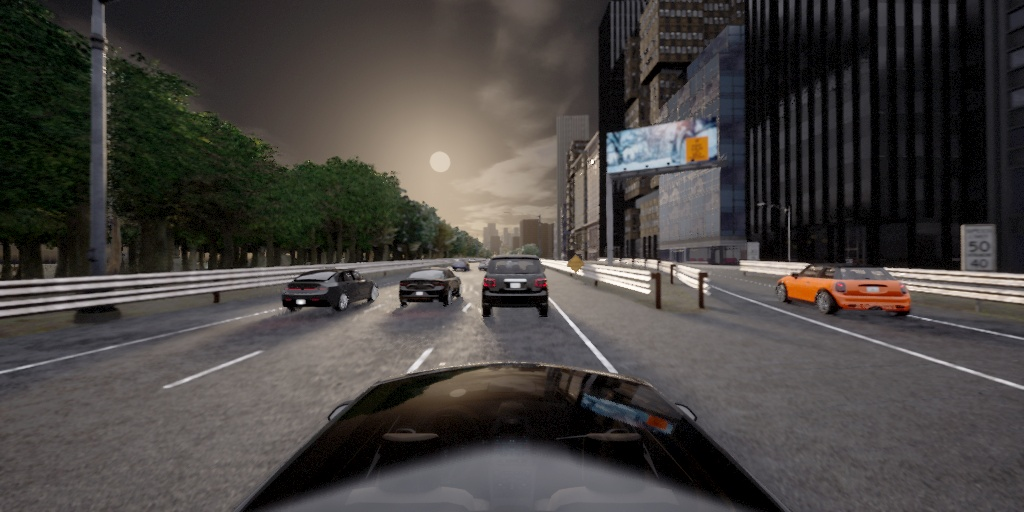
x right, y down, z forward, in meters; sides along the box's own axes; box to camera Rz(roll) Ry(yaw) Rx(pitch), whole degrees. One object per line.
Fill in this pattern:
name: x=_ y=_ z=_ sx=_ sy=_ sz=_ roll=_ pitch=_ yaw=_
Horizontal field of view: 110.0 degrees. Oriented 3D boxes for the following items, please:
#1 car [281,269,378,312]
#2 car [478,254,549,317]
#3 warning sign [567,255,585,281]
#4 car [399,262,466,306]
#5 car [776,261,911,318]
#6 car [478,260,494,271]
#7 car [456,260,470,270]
car: x=-6.896 y=1.249 z=14.129 sx=1.837 sy=1.490 sz=4.892 roll=0 pitch=0 yaw=0
car: x=0.102 y=0.967 z=13.327 sx=2.150 sy=2.045 sz=5.566 roll=0 pitch=0 yaw=0
warning sign: x=4.556 y=0.845 z=25.534 sx=1.300 sy=1.860 sz=1.060 roll=0 pitch=0 yaw=0
car: x=-3.398 y=1.221 z=15.655 sx=1.882 sy=1.535 sz=5.008 roll=0 pitch=0 yaw=0
car: x=11.624 y=1.036 z=13.029 sx=2.097 sy=1.767 sz=4.553 roll=0 pitch=0 yaw=16
car: x=-3.486 y=1.288 z=48.956 sx=1.895 sy=1.301 sz=4.718 roll=0 pitch=0 yaw=0
car: x=-6.987 y=1.251 z=48.893 sx=1.994 sy=1.385 sz=4.181 roll=0 pitch=0 yaw=0
